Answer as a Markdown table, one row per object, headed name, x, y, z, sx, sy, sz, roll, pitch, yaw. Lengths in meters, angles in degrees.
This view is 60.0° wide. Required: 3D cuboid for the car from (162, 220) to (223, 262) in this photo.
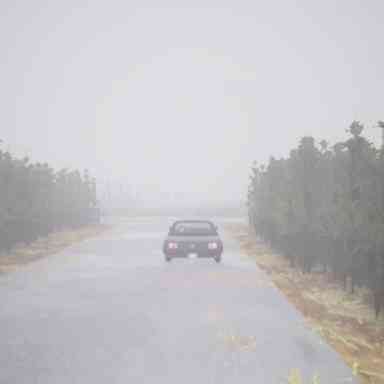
| name | x | y | z | sx | sy | sz | roll | pitch | yaw |
| --- | --- | --- | --- | --- | --- | --- | --- | --- | --- |
| car | 0.050 | 1.668 | 12.329 | 1.895 | 1.301 | 4.718 | 0 | 0 | 1 |
